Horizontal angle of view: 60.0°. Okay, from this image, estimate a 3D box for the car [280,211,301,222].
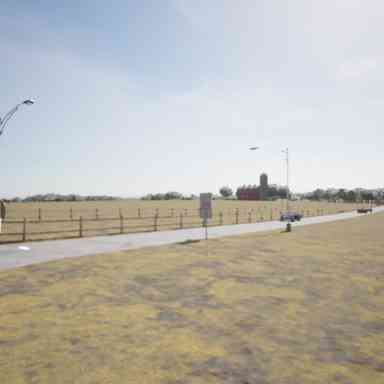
[{"bbox_3d":[14.699,3.573,49.465,2.128,1.511,4.902,-2,-3,35],"label":"car"}]
